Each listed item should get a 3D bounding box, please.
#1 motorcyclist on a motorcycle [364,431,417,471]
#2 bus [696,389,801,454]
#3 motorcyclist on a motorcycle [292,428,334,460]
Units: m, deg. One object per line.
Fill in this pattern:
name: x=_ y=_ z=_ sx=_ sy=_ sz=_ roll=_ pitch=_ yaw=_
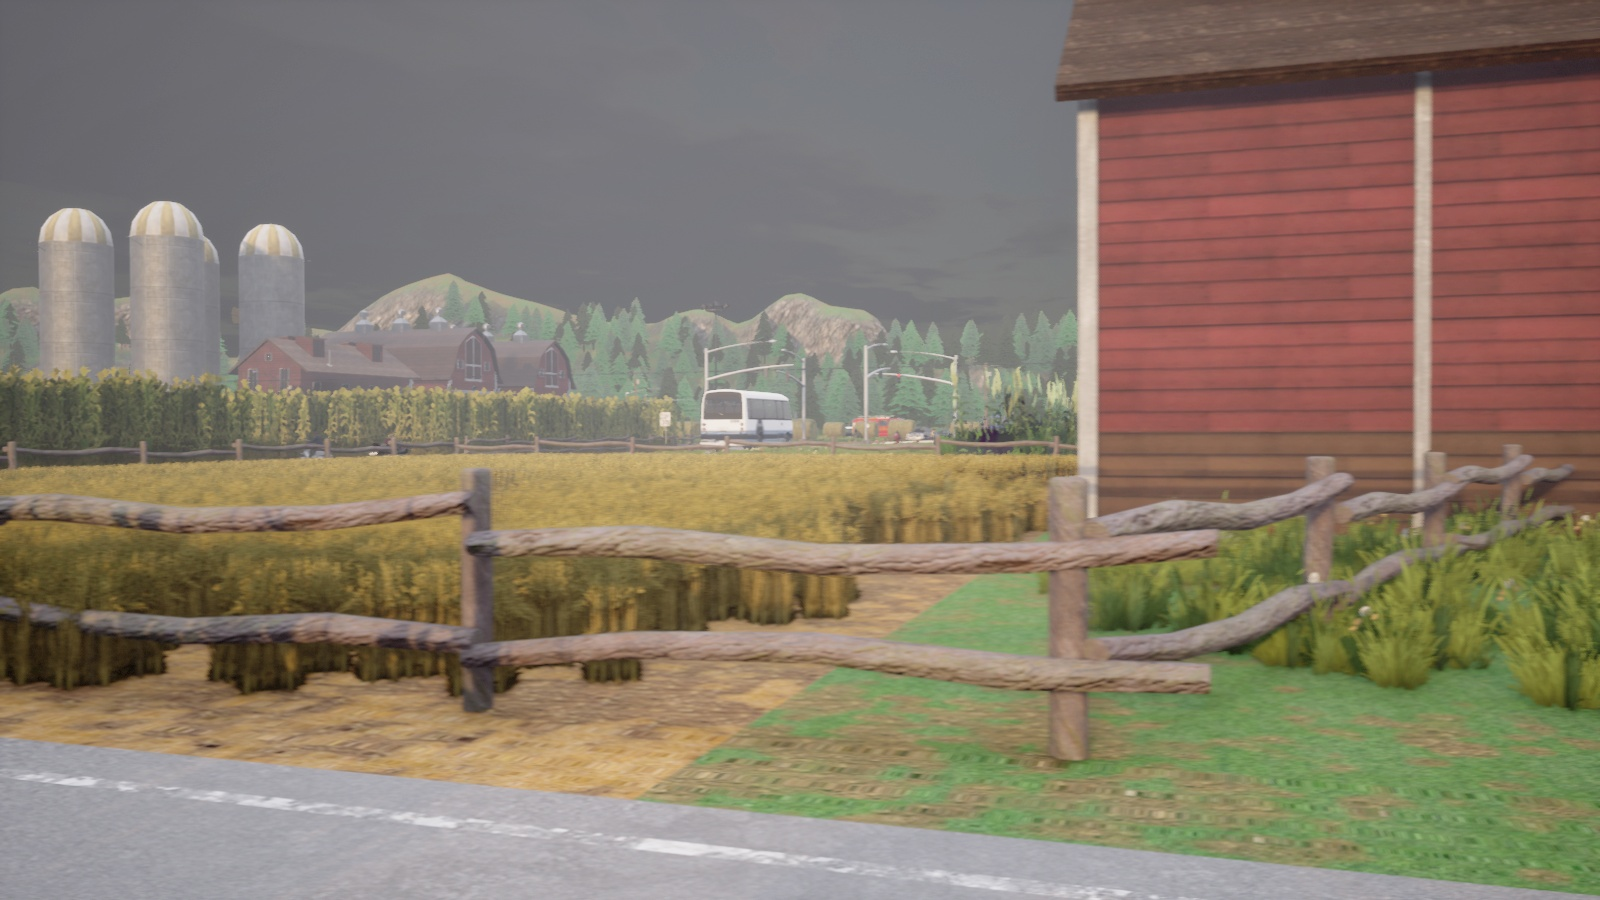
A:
motorcyclist on a motorcycle: x=-16.125 y=0.023 z=49.500 sx=0.866 sy=1.530 sz=2.191 roll=0 pitch=1 yaw=18
bus: x=-3.417 y=-1.950 z=87.552 sx=3.944 sy=4.253 sz=10.273 roll=0 pitch=1 yaw=18
motorcyclist on a motorcycle: x=-24.654 y=-0.309 z=63.526 sx=1.817 sy=1.590 sz=0.866 roll=0 pitch=1 yaw=16
